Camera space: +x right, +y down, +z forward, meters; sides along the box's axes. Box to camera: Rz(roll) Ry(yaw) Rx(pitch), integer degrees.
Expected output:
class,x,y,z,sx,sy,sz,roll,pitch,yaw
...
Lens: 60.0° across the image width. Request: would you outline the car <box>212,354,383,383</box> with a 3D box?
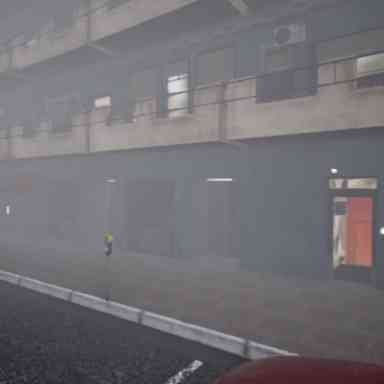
class,x,y,z,sx,sy,sz,roll,pitch,yaw
car,1.873,1.583,1.527,4.206,1.307,1.802,0,1,35
